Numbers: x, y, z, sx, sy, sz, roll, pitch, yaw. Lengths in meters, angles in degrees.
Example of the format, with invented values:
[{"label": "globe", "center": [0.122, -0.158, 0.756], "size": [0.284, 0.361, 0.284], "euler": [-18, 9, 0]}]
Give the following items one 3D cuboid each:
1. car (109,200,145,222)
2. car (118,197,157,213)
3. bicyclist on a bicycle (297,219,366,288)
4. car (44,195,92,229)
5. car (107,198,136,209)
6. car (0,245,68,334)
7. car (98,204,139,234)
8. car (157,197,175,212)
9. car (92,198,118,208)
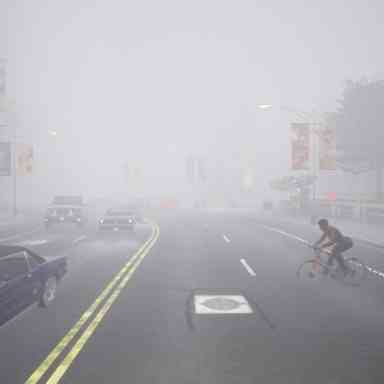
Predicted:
[{"label": "car", "center": [-5.057, 1.586, 25.465], "size": [1.994, 1.385, 4.181], "euler": [0, 0, -16]}, {"label": "car", "center": [-6.016, 1.352, 36.064], "size": [2.097, 1.767, 4.553], "euler": [0, 0, -31]}, {"label": "bicyclist on a bicycle", "center": [3.265, 1.454, 7.809], "size": [1.656, 1.620, 0.582], "euler": [-2, 0, -1]}, {"label": "car", "center": [-8.155, 1.224, 22.028], "size": [2.150, 2.045, 5.566], "euler": [0, 0, -13]}, {"label": "car", "center": [-9.977, 1.564, 46.630], "size": [4.181, 1.385, 1.994], "euler": [0, 0, 45]}, {"label": "car", "center": [-3.654, 1.601, 5.146], "size": [1.895, 1.301, 4.718], "euler": [0, 0, -1]}, {"label": "car", "center": [-4.231, 1.601, 19.371], "size": [1.895, 1.301, 4.718], "euler": [0, 0, -8]}, {"label": "car", "center": [-3.797, 1.352, 38.857], "size": [2.097, 1.767, 4.553], "euler": [0, 0, -31]}, {"label": "car", "center": [-12.241, 1.505, 44.094], "size": [4.892, 1.490, 1.837], "euler": [0, 0, 44]}]
